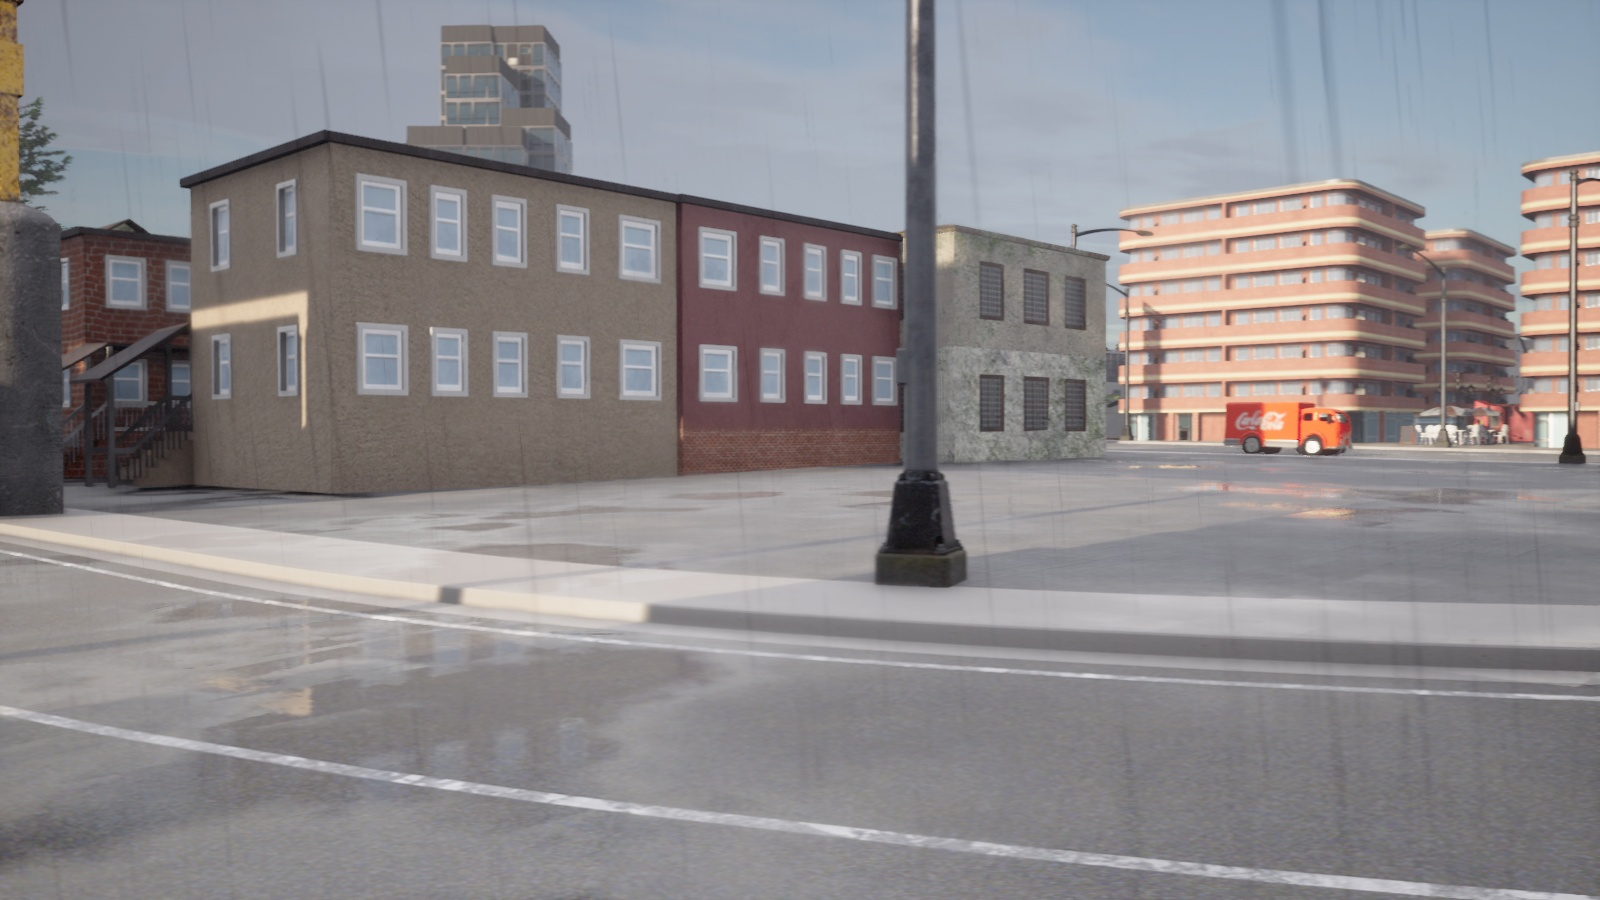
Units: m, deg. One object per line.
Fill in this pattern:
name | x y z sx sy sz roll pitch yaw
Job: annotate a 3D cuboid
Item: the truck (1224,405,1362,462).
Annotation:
truck | 22.448 -0.798 57.273 5.204 2.467 2.627 2 2 42
